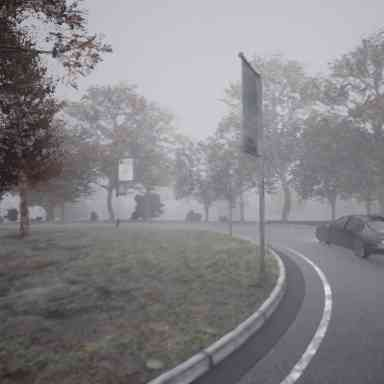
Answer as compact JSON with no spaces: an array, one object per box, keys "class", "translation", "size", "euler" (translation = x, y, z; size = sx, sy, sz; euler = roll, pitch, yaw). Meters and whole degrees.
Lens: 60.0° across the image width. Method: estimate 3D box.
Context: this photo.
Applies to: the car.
[{"class":"car","translation":[6.631,1.593,12.865],"size":[2.033,1.411,5.357],"euler":[-1,0,-2]}]
